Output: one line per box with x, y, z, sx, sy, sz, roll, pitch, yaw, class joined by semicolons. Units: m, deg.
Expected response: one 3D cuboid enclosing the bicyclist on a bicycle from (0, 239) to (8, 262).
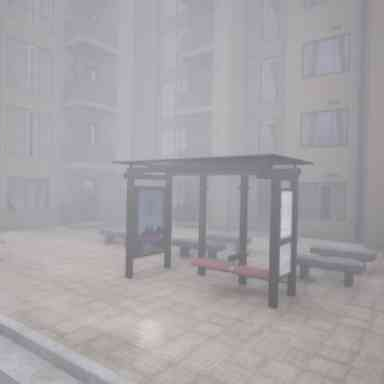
-5.415;1.083;8.244;0.582;1.620;1.656;2;1;36;bicyclist on a bicycle
